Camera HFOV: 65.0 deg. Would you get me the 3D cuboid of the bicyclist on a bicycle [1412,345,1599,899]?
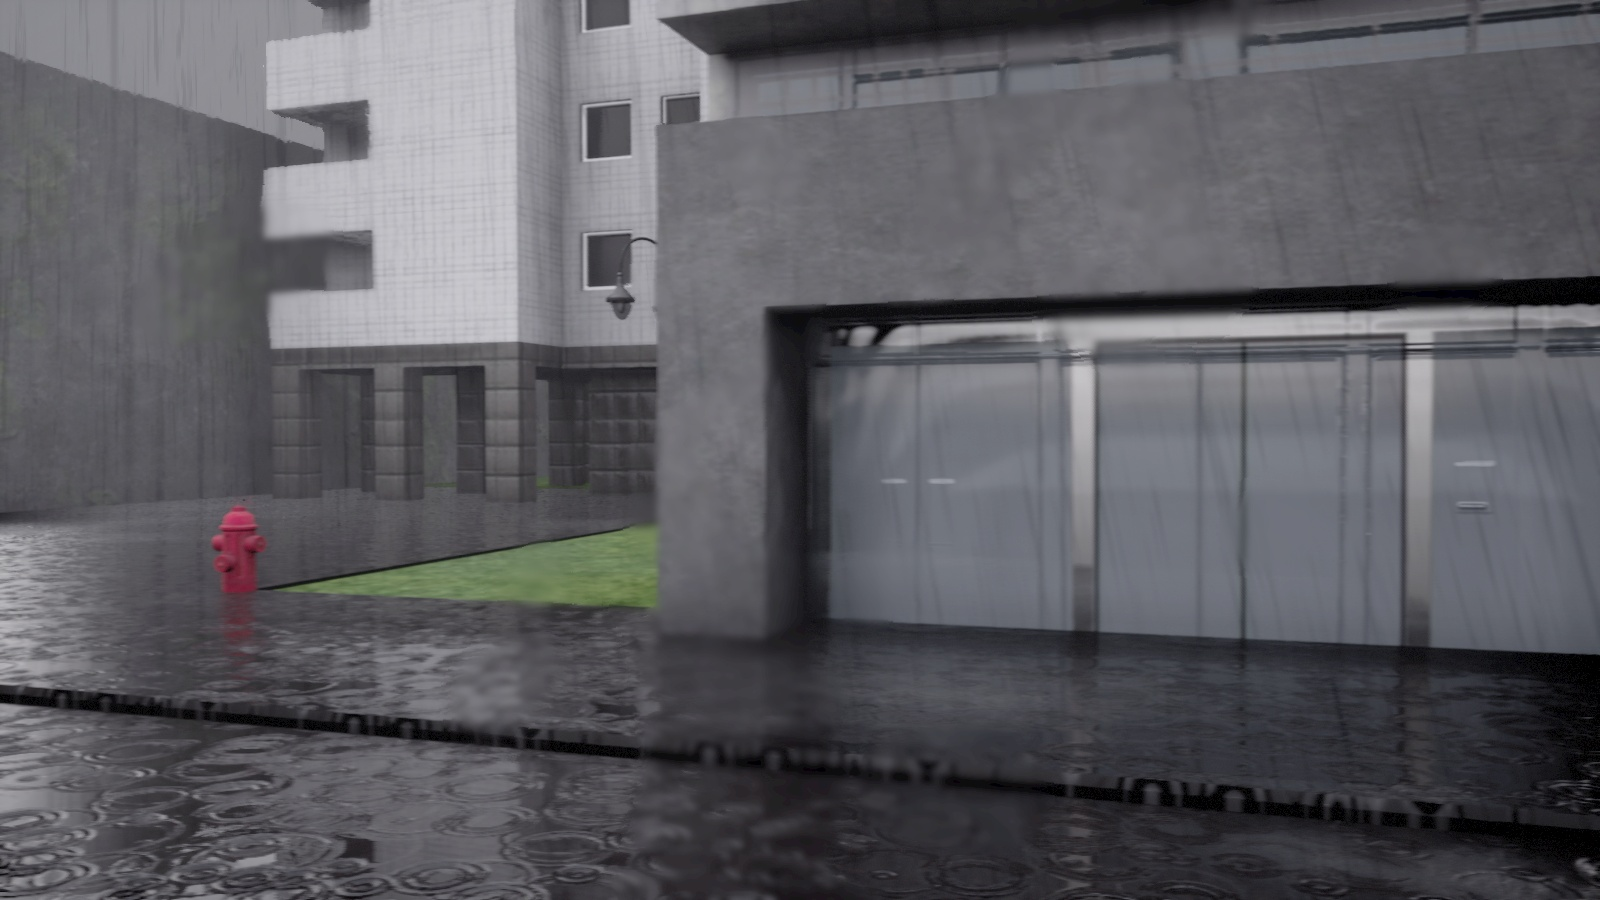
[{"bbox_3d":[2.482,0.660,2.887,1.843,1.776,0.659,1,1,19],"label":"bicyclist on a bicycle"}]
